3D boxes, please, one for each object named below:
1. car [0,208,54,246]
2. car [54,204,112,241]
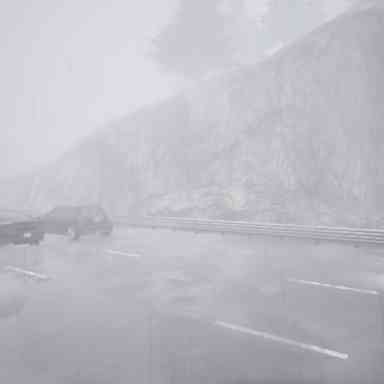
[{"bbox_3d":[-8.253,1.485,14.062,5.008,1.535,1.882,0,0,36],"label":"car"},{"bbox_3d":[-6.192,1.366,16.892,4.553,1.767,2.097,0,0,36],"label":"car"}]
